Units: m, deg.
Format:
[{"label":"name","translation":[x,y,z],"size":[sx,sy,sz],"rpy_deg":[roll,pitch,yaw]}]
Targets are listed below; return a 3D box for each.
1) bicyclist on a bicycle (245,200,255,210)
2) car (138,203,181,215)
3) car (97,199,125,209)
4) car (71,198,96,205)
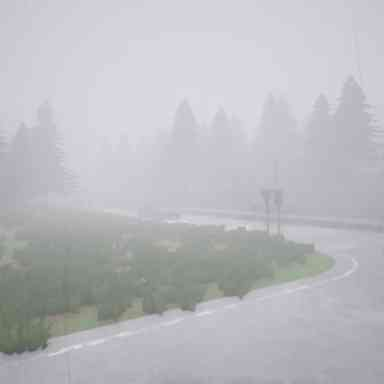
[{"label":"bicyclist on a bicycle","translation":[5.310,1.507,30.098],"size":[1.656,1.620,0.582],"rpy_deg":[-11,7,-35]},{"label":"car","translation":[-3.073,1.737,29.755],"size":[2.033,1.411,5.357],"rpy_deg":[0,0,-36]},{"label":"car","translation":[-11.298,1.694,47.512],"size":[2.128,1.511,4.902],"rpy_deg":[0,0,-35]},{"label":"car","translation":[-16.172,1.683,48.208],"size":[2.128,1.511,4.902],"rpy_deg":[0,0,-35]}]
